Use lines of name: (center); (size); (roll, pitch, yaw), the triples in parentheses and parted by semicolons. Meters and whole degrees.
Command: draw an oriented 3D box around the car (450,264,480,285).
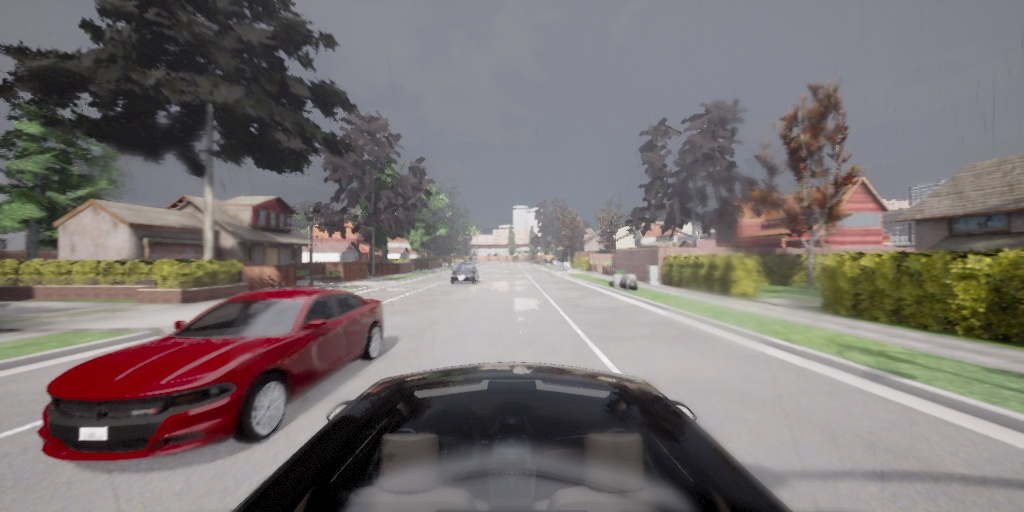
car: (-3.641, 1.411, 28.207); (2.128, 1.511, 4.902); (0, 0, 0)

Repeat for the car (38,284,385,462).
car: (-3.608, 1.269, 5.584); (1.882, 1.535, 5.008); (0, 0, 0)
